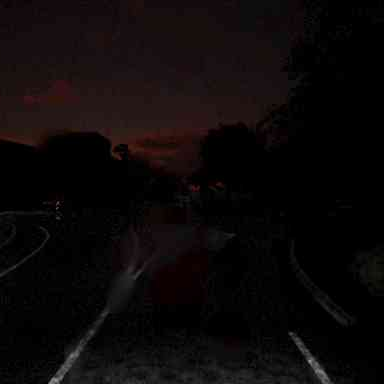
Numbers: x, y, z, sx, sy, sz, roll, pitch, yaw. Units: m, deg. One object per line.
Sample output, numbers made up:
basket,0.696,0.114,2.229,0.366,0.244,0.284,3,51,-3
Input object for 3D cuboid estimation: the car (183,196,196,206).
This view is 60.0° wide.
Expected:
car,-0.487,1.619,57.669,2.033,1.411,5.357,0,0,-7

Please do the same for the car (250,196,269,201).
car,18.521,1.777,91.637,4.792,1.488,2.163,0,1,1

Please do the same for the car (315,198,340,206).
car,22.098,1.344,54.644,2.097,1.767,4.553,1,-1,-13

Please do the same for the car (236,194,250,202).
car,13.306,1.862,86.852,1.994,1.385,4.181,0,1,1

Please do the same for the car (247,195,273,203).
car,14.707,1.862,72.055,1.837,1.490,4.892,1,-2,-30

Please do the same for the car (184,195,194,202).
car,-0.698,1.593,77.154,2.128,1.511,4.902,0,0,1

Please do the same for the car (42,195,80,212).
car,-14.096,1.172,35.946,2.097,1.767,4.553,0,0,12

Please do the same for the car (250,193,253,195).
car,18.248,1.789,88.868,5.366,1.575,1.946,0,1,1

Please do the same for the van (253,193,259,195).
van,18.201,1.658,83.314,4.442,1.987,1.878,0,1,1
